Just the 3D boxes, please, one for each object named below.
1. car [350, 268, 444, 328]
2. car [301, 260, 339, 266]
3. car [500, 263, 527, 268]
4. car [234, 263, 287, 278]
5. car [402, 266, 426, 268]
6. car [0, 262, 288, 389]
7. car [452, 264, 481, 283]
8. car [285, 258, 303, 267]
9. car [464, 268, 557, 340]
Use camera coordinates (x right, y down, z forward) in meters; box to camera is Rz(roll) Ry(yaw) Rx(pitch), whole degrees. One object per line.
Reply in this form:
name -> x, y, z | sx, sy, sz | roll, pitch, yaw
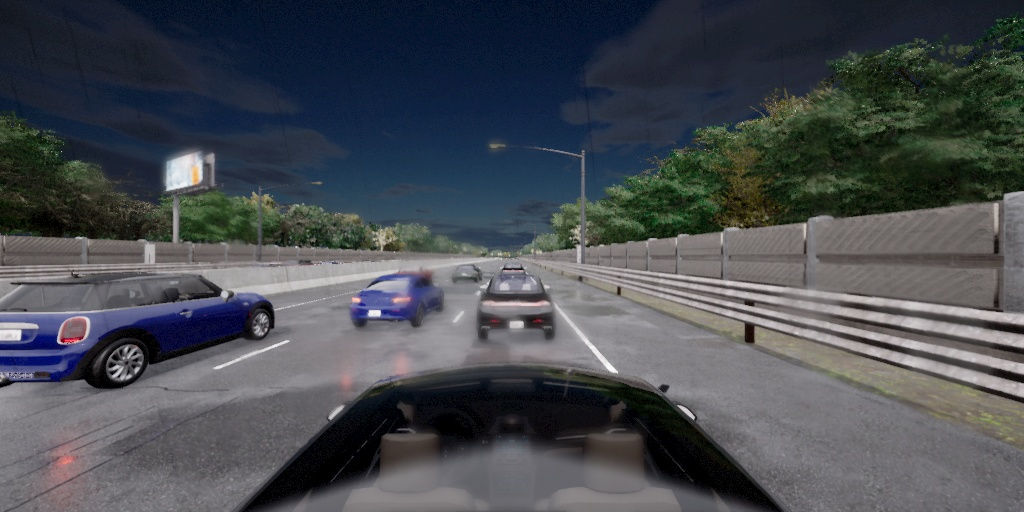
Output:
car -> -3.405, 1.276, 11.295 | 1.812, 1.442, 4.674 | 0, 0, 1
car -> -17.606, 1.300, 34.113 | 1.812, 1.442, 4.674 | 0, 0, 0
car -> 0.094, 1.255, 27.216 | 2.128, 1.511, 4.902 | 0, 0, 0
car -> -24.600, 1.377, 35.323 | 1.895, 1.301, 4.718 | 0, 0, 0
car -> -6.905, 1.362, 25.639 | 1.895, 1.301, 4.718 | 0, 0, 1
car -> -6.896, 1.102, 7.022 | 2.097, 1.767, 4.553 | 0, 0, -1
car -> -3.402, 1.328, 27.843 | 1.994, 1.385, 4.181 | 0, 0, 0
car -> -21.099, 1.127, 34.672 | 2.097, 1.767, 4.553 | 0, 0, 0
car -> 0.100, 1.241, 9.977 | 2.128, 1.511, 4.902 | 0, 0, 0
